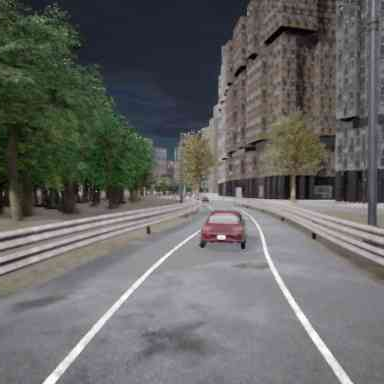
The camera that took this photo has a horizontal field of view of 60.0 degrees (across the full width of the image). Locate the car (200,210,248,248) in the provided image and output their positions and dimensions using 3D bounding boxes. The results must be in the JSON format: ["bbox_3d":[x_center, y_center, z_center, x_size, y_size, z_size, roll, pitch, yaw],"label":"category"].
[{"bbox_3d":[1.465,1.534,14.762,1.812,1.442,4.674,0,0,9],"label":"car"}]

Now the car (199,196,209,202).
[{"bbox_3d":[2.363,1.477,71.700,2.033,1.411,5.357,0,0,-10],"label":"car"}]
